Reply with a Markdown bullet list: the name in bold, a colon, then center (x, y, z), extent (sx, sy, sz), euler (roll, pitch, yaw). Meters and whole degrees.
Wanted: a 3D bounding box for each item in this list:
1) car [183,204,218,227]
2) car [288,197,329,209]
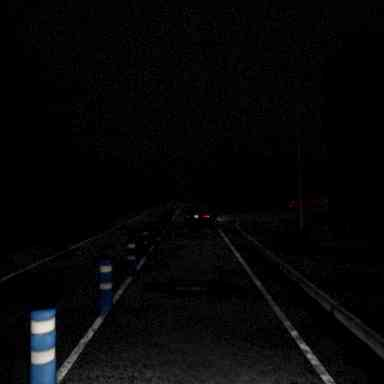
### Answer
- **car**: center (0.692, 1.519, 23.084), extent (2.033, 1.411, 5.357), euler (-1, 1, 10)
- **car**: center (13.425, 1.342, 38.406), extent (5.008, 1.535, 1.882), euler (0, -6, -23)
